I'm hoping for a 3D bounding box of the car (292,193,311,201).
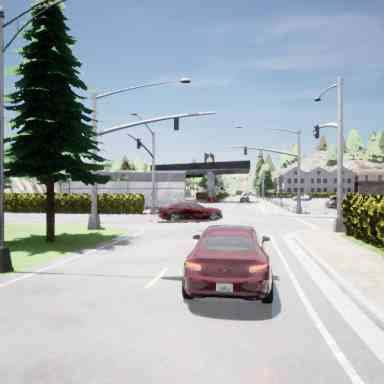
[{"bbox_3d":[25.974,1.077,78.982,3.866,1.878,1.905,0,0,9],"label":"car"}]

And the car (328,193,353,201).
[{"bbox_3d":[33.225,1.097,74.496,4.605,1.855,1.932,0,0,9],"label":"car"}]

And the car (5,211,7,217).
[{"bbox_3d":[-17.112,1.526,26.308,4.674,1.442,1.812,0,0,9],"label":"car"}]

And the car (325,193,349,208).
[{"bbox_3d":[19.495,1.330,41.959,5.027,1.636,2.152,0,0,9],"label":"car"}]

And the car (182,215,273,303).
[{"bbox_3d":[0.932,1.526,8.159,1.812,1.442,4.674,0,0,9],"label":"car"}]

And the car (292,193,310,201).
[{"bbox_3d":[24.846,1.361,75.796,3.806,1.475,1.970,0,0,9],"label":"car"}]

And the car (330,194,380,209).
[{"bbox_3d":[19.053,1.339,38.853,4.514,1.523,2.007,0,0,9],"label":"car"}]

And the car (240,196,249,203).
[{"bbox_3d":[10.767,1.491,67.828,2.128,1.511,4.902,0,0,10],"label":"car"}]

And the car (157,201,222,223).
[{"bbox_3d":[-0.148,1.477,25.343,5.008,1.535,1.882,0,1,-17],"label":"car"}]
